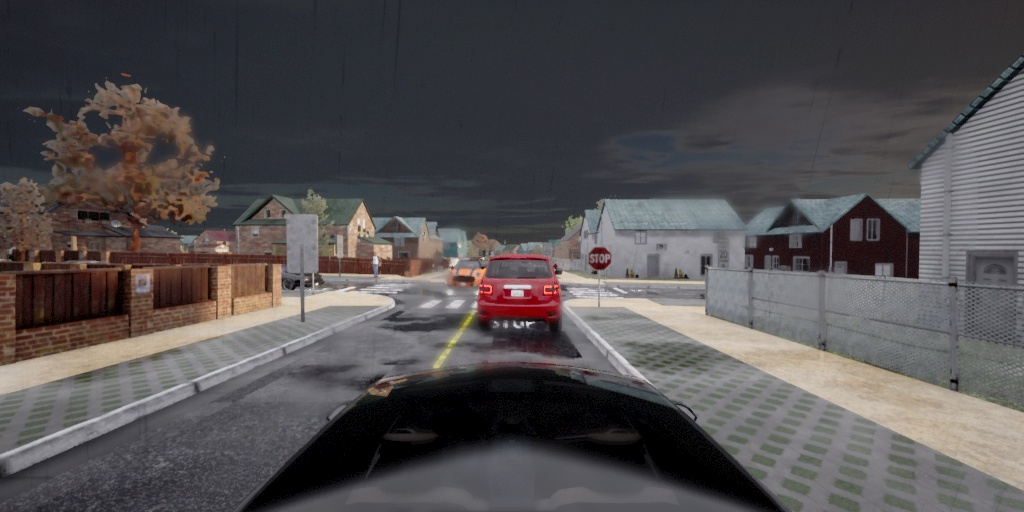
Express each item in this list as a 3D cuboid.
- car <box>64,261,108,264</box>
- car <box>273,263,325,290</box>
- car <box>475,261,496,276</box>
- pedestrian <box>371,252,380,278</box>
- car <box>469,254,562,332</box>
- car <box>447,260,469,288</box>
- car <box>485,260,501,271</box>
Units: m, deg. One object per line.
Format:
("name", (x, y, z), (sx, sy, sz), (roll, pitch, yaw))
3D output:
("car", (-23.209, 0.930, 19.773), (4.718, 1.301, 1.895), (1, 1, 1))
("car", (-13.221, 1.081, 19.551), (5.357, 1.411, 2.033), (1, 1, 3))
("car", (-2.748, 1.246, 38.004), (1.837, 1.490, 4.892), (0, 0, 0))
("pedestrian", (-9.619, 0.612, 25.370), (0.375, 1.860, 0.375), (0, 0, 1))
("car", (0.369, 0.968, 11.060), (2.150, 2.045, 5.566), (0, 0, 5))
("car", (-2.778, 1.035, 22.930), (2.097, 1.767, 4.553), (1, 1, 0))
("car", (-2.677, 1.279, 51.736), (2.033, 1.411, 5.357), (0, 0, 1))
